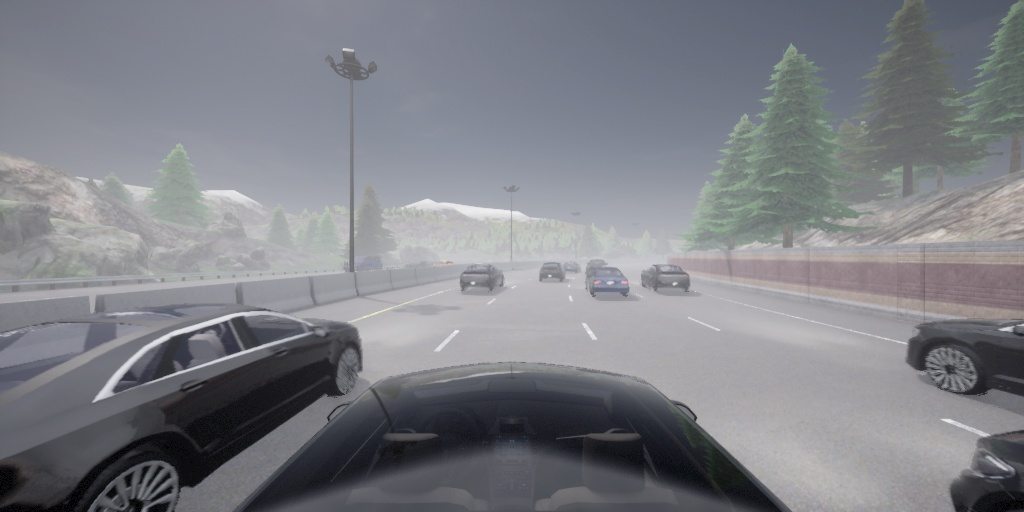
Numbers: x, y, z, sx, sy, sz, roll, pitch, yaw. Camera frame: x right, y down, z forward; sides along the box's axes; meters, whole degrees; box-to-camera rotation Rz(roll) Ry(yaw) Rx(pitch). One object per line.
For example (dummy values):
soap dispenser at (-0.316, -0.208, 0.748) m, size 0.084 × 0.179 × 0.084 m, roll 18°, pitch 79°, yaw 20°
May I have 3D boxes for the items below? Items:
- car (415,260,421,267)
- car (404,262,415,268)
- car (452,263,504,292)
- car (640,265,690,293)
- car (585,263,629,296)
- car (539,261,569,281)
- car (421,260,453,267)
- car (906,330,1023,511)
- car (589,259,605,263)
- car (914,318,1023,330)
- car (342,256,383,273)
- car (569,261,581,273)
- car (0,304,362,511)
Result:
car at (-10.149, 1.296, 47.364) m, size 2.033 × 1.411 × 5.357 m, roll 0°, pitch 0°, yaw 18°
car at (-12.941, 1.296, 50.116) m, size 2.033 × 1.411 × 5.357 m, roll 0°, pitch 0°, yaw 18°
car at (-1.694, 1.241, 21.463) m, size 2.128 × 1.511 × 4.902 m, roll 0°, pitch 0°, yaw 9°
car at (8.856, 1.241, 21.032) m, size 2.128 × 1.511 × 4.902 m, roll 0°, pitch 0°, yaw 9°
car at (4.987, 1.297, 19.210) m, size 2.033 × 1.411 × 5.357 m, roll 0°, pitch 0°, yaw 8°
car at (3.413, 1.255, 29.708) m, size 1.837 × 1.490 × 4.892 m, roll 0°, pitch 0°, yaw 12°
car at (-8.178, 1.227, 41.806) m, size 1.882 × 1.535 × 5.008 m, roll 0°, pitch 0°, yaw 16°
car at (3.654, 1.275, 0.217) m, size 1.812 × 1.442 × 4.674 m, roll 0°, pitch 0°, yaw 0°
car at (8.783, 1.101, 36.756) m, size 2.097 × 1.767 × 4.553 m, roll 0°, pitch 0°, yaw 15°
car at (7.214, 1.242, 3.696) m, size 2.128 × 1.511 × 4.902 m, roll 0°, pitch 0°, yaw 1°
car at (-18.368, 0.970, 44.374) m, size 2.150 × 2.045 × 5.566 m, roll 0°, pitch 0°, yaw 16°
car at (7.190, 1.313, 43.384) m, size 1.994 × 1.385 × 4.181 m, roll 0°, pitch 0°, yaw 17°
car at (-3.279, 1.241, 3.689) m, size 2.128 × 1.511 × 4.902 m, roll 0°, pitch 0°, yaw 1°
